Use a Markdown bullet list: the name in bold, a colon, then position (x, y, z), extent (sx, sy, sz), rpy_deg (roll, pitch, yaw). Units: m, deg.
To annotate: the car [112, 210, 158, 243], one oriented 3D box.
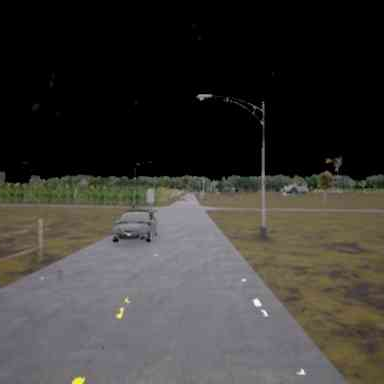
- **car**: position (-2.862, 1.721, 17.490), extent (1.837, 1.490, 4.892), rpy_deg (0, -1, 0)
